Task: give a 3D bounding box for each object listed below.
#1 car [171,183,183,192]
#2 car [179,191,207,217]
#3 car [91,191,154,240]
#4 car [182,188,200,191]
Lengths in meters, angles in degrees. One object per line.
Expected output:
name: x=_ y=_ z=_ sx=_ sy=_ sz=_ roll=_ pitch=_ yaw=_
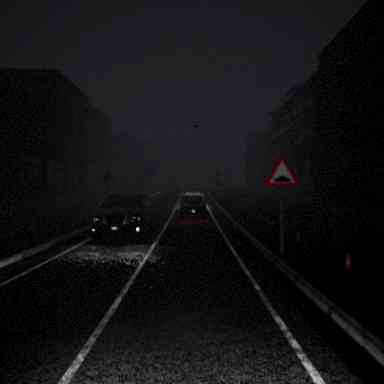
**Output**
car: x=-2.678 y=-0.778 z=59.052 sx=1.837 sy=1.490 sz=4.892 roll=0 pitch=3 yaw=3
car: x=0.095 y=0.982 z=24.874 sx=2.128 sy=1.511 sz=4.902 roll=0 pitch=2 yaw=0
car: x=-3.143 y=1.015 z=16.103 sx=2.150 sy=2.045 sz=5.566 roll=-1 pitch=2 yaw=0
car: x=0.103 y=0.119 z=42.794 sx=1.895 sy=1.301 sz=4.718 roll=0 pitch=3 yaw=0
